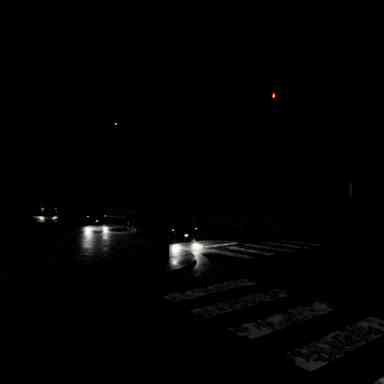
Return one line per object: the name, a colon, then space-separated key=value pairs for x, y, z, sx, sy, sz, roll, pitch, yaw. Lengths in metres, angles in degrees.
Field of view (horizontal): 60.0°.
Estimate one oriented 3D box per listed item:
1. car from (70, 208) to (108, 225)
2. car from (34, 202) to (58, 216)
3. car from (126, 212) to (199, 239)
car: x=-8.944 y=2.080 z=28.668 sx=1.895 sy=1.301 sz=4.718 roll=0 pitch=-1 yaw=-35
car: x=-18.572 y=2.121 z=42.287 sx=2.097 sy=1.767 sz=4.553 roll=0 pitch=-1 yaw=-35
car: x=-1.842 y=1.814 z=18.686 sx=2.033 sy=1.411 sz=5.357 roll=0 pitch=-1 yaw=-36
